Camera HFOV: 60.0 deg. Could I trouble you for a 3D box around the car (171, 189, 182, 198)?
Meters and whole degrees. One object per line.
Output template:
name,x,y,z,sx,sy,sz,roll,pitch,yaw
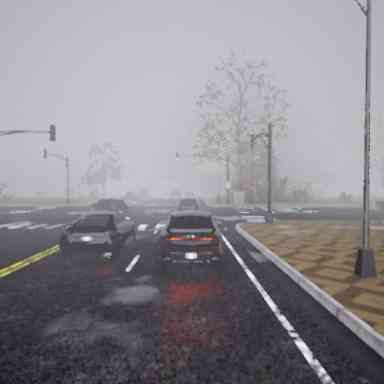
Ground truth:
car,-3.721,0.222,77.902,2.150,2.045,5.566,0,1,0

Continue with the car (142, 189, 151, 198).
car,-10.242,0.304,72.051,2.150,2.045,5.566,0,1,0

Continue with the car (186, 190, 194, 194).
car,-0.470,0.517,78.247,1.812,1.442,4.674,0,1,0

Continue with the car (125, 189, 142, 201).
car,-10.349,0.634,56.765,2.097,1.767,4.553,0,1,1

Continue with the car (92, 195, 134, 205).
car,-6.865,1.225,27.371,1.837,1.490,4.892,1,1,-35

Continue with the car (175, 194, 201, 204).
car,-0.324,1.210,27.419,1.837,1.490,4.892,0,2,-1

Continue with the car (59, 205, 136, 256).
car,-3.317,1.409,12.411,1.994,1.385,4.181,0,1,-1

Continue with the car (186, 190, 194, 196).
car,-0.433,0.280,88.280,2.128,1.511,4.902,0,1,0

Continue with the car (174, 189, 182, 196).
car,-3.683,0.109,88.260,2.097,1.767,4.553,0,1,0

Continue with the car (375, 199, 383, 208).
car,21.316,1.041,34.288,4.181,1.385,1.994,0,2,2

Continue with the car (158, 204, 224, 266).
car,-0.049,1.368,11.002,1.837,1.490,4.892,0,1,-1
